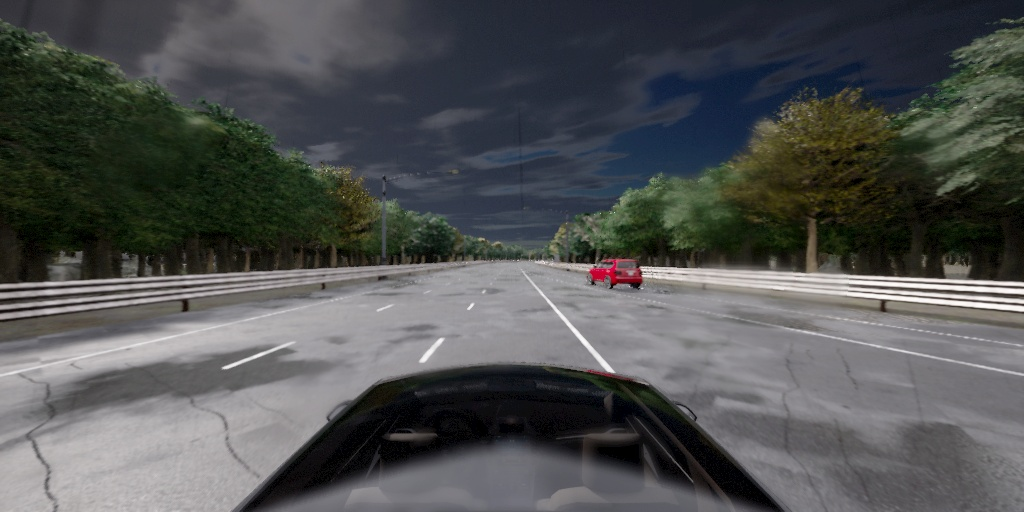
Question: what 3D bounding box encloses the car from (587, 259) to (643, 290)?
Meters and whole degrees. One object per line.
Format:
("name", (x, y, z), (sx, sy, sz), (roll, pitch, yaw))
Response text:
("car", (7.294, 1.261, 25.845), (2.150, 2.045, 5.566), (0, 0, -9))
